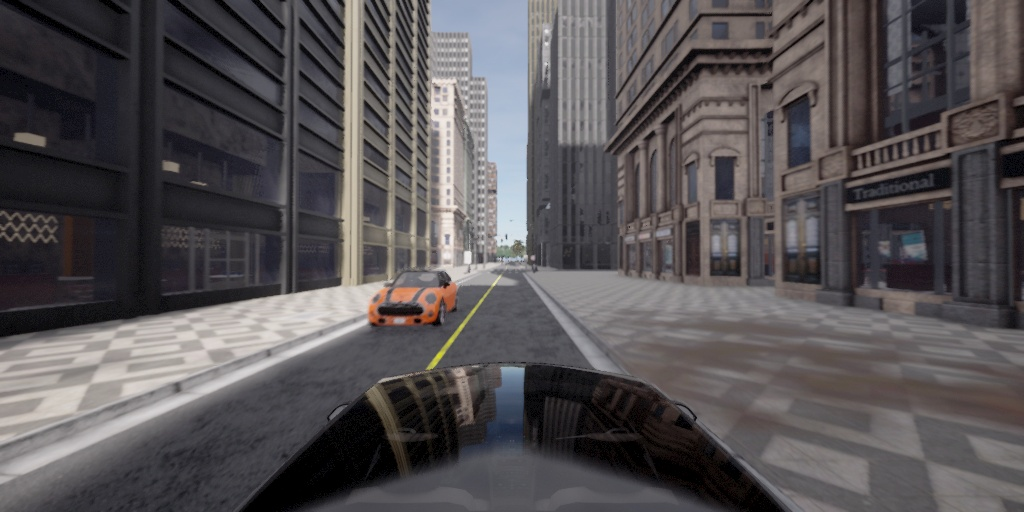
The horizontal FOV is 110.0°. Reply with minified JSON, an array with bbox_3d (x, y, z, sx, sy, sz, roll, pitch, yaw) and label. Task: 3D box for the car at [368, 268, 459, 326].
[{"bbox_3d":[-3.094,1.228,12.124,2.097,1.767,4.553,0,-1,0],"label":"car"}]
